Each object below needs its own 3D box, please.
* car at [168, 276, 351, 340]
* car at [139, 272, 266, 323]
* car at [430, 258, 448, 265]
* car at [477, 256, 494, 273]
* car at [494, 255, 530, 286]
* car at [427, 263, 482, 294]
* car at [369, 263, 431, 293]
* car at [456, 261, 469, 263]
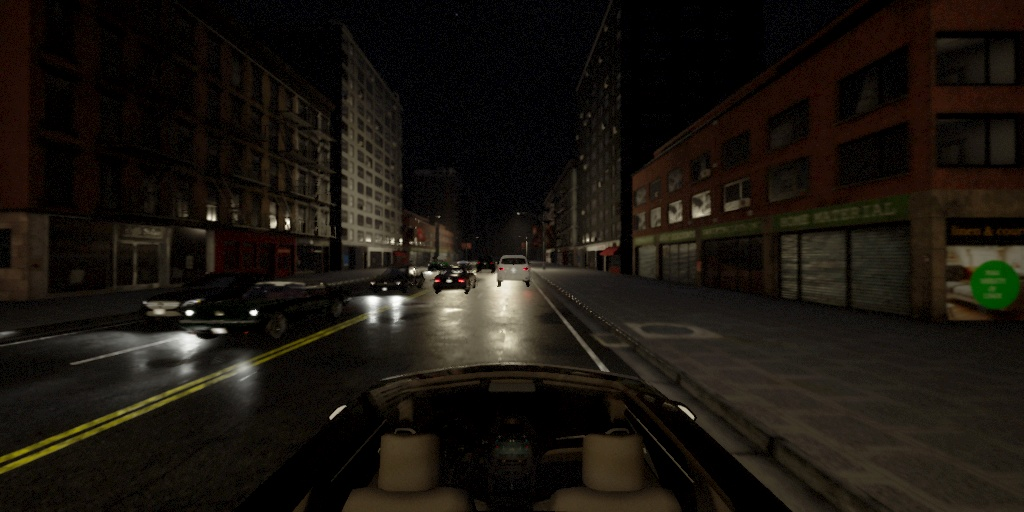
[{"bbox_3d":[-6.499,1.353,10.172,1.895,1.301,4.718,0,0,0],"label":"car"},{"bbox_3d":[-9.747,1.278,12.240,1.812,1.442,4.674,0,0,0],"label":"car"},{"bbox_3d":[-9.771,1.109,47.677,2.097,1.767,4.553,0,0,0],"label":"car"},{"bbox_3d":[-3.140,0.980,44.589,2.150,2.045,5.566,0,0,0],"label":"car"},{"bbox_3d":[0.105,0.975,25.345,2.150,2.045,5.566,0,0,0],"label":"car"},{"bbox_3d":[-3.145,1.300,20.467,2.033,1.411,5.357,0,0,0],"label":"car"},{"bbox_3d":[-6.495,1.301,20.952,2.033,1.411,5.357,0,0,0],"label":"car"},{"bbox_3d":[-6.523,1.323,47.567,1.994,1.385,4.181,0,0,0],"label":"car"}]
